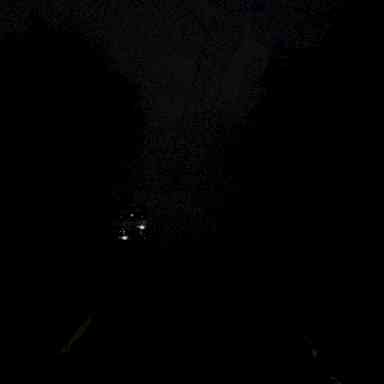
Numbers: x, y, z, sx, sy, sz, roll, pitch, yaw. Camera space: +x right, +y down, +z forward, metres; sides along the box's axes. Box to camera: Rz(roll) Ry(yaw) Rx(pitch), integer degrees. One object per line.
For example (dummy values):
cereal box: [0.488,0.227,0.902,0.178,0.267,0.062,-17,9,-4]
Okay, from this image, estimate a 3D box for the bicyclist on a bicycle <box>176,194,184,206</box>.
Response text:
bicyclist on a bicycle: [-1.579,1.157,48.252,0.866,1.612,1.509,0,0,-5]

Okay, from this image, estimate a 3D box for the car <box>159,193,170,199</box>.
car: [-6.577,0.949,78.672,2.033,1.411,5.357,0,1,-10]

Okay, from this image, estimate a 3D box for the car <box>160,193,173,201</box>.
car: [-5.022,1.067,68.712,2.033,1.411,5.357,0,0,-8]

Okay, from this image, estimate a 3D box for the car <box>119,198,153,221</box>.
car: [-4.371,1.437,25.632,1.994,1.385,4.181,0,0,-3]

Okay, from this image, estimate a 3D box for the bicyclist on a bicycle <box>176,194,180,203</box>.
bicyclist on a bicycle: [-2.444,1.102,56.282,0.582,1.620,1.656,0,0,-7]

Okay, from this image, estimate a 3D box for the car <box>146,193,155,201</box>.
car: [-8.255,1.041,66.409,2.128,1.511,4.902,0,1,-7]
